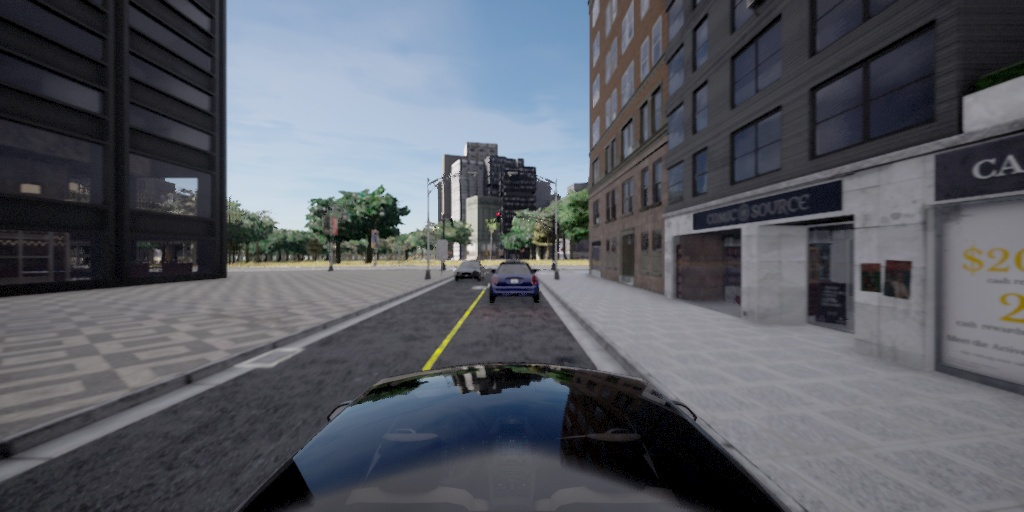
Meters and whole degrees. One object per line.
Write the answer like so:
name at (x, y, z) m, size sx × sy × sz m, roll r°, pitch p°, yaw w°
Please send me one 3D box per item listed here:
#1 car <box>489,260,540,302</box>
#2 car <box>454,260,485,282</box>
car at (0.098, 1.005, 16.484) m, size 2.097 × 1.767 × 4.553 m, roll 0°, pitch 1°, yaw 0°
car at (-3.067, 1.090, 26.641) m, size 1.837 × 1.490 × 4.892 m, roll 0°, pitch 0°, yaw 0°
